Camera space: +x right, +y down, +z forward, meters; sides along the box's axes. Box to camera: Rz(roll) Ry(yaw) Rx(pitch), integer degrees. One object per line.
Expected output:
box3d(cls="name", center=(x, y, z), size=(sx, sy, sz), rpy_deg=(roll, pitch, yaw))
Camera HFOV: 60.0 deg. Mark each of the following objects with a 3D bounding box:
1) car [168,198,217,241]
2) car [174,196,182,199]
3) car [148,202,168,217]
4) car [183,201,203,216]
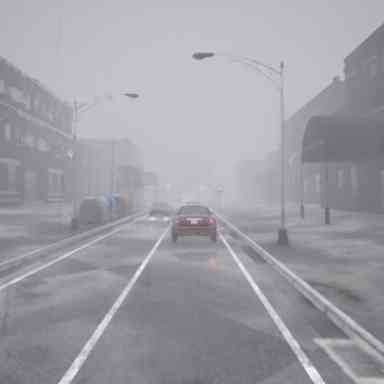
box3d(cls="car", center=(0.102, 1.388, 17.156), size=(2.097, 1.767, 4.553), rpy_deg=(0, 0, 0))
box3d(cls="car", center=(-2.993, 1.594, 73.689), size=(1.837, 1.490, 4.892), rpy_deg=(0, 0, 0))
box3d(cls="car", center=(-3.092, 1.662, 32.865), size=(2.033, 1.411, 5.357), rpy_deg=(0, 0, 0))
box3d(cls="car", center=(0.104, 1.679, 35.683), size=(2.033, 1.411, 5.357), rpy_deg=(0, 0, 0))
